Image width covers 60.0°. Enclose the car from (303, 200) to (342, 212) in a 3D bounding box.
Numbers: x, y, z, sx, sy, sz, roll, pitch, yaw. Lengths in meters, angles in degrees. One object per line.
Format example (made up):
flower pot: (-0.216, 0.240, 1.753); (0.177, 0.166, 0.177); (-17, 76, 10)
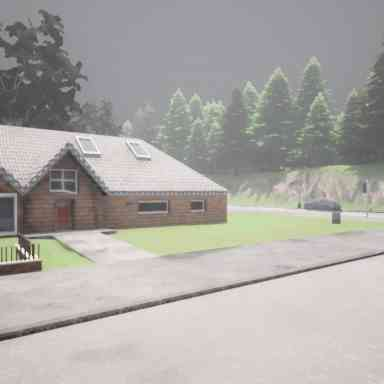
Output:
car: (15.219, 1.564, 38.937); (1.994, 1.385, 4.181); (0, 0, -35)
